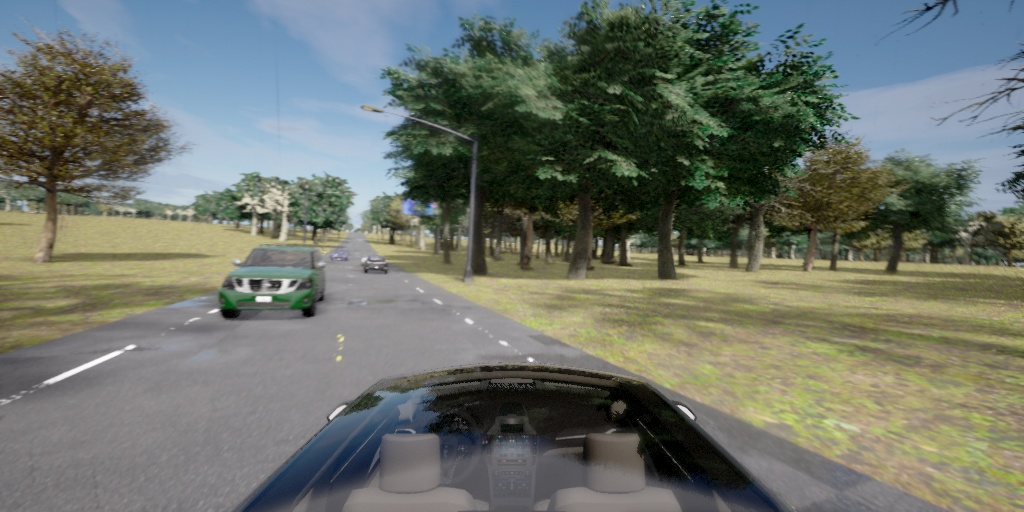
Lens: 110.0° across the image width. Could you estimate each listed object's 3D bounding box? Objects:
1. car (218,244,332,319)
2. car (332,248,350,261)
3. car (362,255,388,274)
[{"bbox_3d":[-7.357,0.663,11.621,2.150,2.045,5.566,3,0,-24],"label":"car"},{"bbox_3d":[-23.773,-0.243,49.521,2.097,1.767,4.553,3,1,-23],"label":"car"},{"bbox_3d":[-11.968,0.684,31.466,2.128,1.511,4.902,3,0,-23],"label":"car"}]
